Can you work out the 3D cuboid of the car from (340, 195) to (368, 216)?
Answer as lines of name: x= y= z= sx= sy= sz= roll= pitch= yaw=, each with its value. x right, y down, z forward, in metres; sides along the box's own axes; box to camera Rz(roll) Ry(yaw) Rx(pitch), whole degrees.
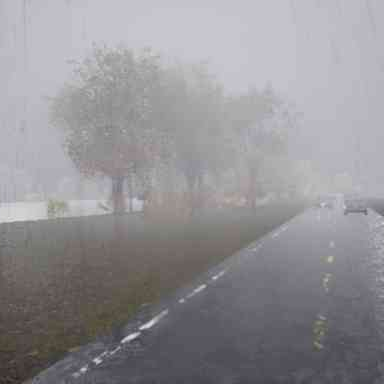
car: x=14.087 y=1.232 z=28.828 sx=2.033 sy=1.411 sz=5.357 roll=-2 pitch=0 yaw=24

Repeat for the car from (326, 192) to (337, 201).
car: x=28.546 y=0.920 z=68.113 sx=1.882 sy=1.535 sz=5.008 roll=-2 pitch=-1 yaw=24

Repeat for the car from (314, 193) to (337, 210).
car: x=15.061 y=1.209 z=37.930 sx=2.128 sy=1.511 sz=4.902 roll=-2 pitch=0 yaw=24

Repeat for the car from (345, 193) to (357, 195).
car: x=18.700 y=0.940 z=39.200 sx=2.097 sy=1.767 sz=4.553 roll=-2 pitch=-1 yaw=24
